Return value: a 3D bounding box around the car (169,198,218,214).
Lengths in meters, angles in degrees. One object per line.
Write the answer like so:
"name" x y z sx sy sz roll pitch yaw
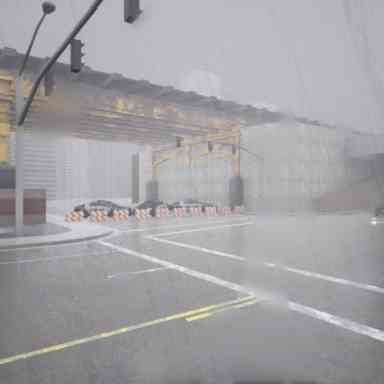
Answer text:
"car" 0.142 1.453 35.273 4.974 1.542 2.038 0 0 -7

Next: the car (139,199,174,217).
"car" -3.766 1.453 31.511 2.038 1.542 4.974 0 0 18

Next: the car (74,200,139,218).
"car" -7.509 1.453 28.824 4.974 1.542 2.038 0 0 8

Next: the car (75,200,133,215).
"car" -7.560 1.295 28.831 4.536 1.218 1.853 0 0 8

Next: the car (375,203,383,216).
"car" 19.177 1.478 31.459 5.008 1.535 1.882 0 0 -37

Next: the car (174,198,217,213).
"car" 0.091 1.295 35.267 4.536 1.218 1.853 0 0 -7

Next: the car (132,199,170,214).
"car" -3.750 1.295 31.561 1.853 1.218 4.536 0 0 18
